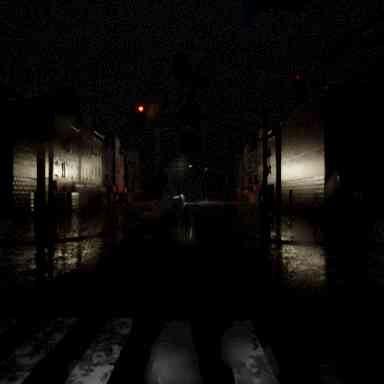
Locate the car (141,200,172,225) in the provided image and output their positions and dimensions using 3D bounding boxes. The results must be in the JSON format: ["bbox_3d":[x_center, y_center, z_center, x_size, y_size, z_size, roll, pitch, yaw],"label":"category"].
[{"bbox_3d":[-2.640,1.539,23.979,1.752,1.417,4.829,0,0,0],"label":"car"}]

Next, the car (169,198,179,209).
[{"bbox_3d":[-2.643,1.612,35.359,1.802,1.307,4.206,0,0,0],"label":"car"}]

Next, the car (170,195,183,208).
[{"bbox_3d":[-2.646,1.494,46.571,1.967,1.590,4.097,0,0,0],"label":"car"}]

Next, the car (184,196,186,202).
[{"bbox_3d":[-2.648,1.397,57.782,2.192,1.841,5.009,0,0,0],"label":"car"}]

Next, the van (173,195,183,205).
[{"bbox_3d":[-2.650,1.438,63.387,1.690,1.788,3.998,0,0,0],"label":"van"}]

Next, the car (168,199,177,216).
[{"bbox_3d":[-2.642,1.566,29.754,1.887,1.381,4.507,0,0,0],"label":"car"}]

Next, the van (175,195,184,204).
[{"bbox_3d":[-2.651,1.455,68.992,1.690,1.788,3.998,0,0,0],"label":"van"}]
